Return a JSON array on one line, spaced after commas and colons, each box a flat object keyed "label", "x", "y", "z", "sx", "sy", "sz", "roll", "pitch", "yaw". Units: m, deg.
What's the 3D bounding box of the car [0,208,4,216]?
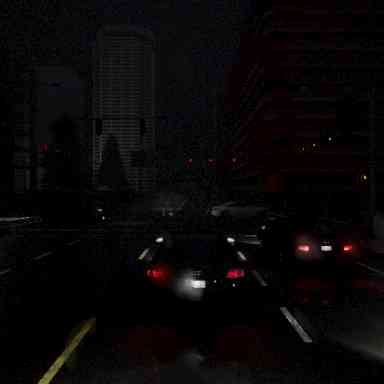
[{"label": "car", "x": -17.763, "y": 1.508, "z": 27.170, "sx": 4.181, "sy": 1.385, "sz": 1.994, "roll": 0, "pitch": 0, "yaw": -1}]

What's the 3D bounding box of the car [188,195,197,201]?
[{"label": "car", "x": 0.052, "y": 1.534, "z": 81.396, "sx": 2.033, "sy": 1.411, "sz": 5.357, "roll": 0, "pitch": 0, "yaw": 0}]

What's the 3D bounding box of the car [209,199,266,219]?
[{"label": "car", "x": 3.927, "y": 1.504, "z": 27.301, "sx": 4.674, "sy": 1.442, "sz": 1.812, "roll": 0, "pitch": 0, "yaw": -1}]

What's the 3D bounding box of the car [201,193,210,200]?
[{"label": "car", "x": 3.557, "y": 1.207, "z": 90.422, "sx": 2.150, "sy": 2.045, "sz": 5.566, "roll": 0, "pitch": 0, "yaw": 0}]

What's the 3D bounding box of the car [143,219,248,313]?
[{"label": "car", "x": 0.074, "y": 1.564, "z": 7.757, "sx": 1.994, "sy": 1.385, "sz": 4.181, "roll": 0, "pitch": 0, "yaw": 0}]

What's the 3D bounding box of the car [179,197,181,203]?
[{"label": "car", "x": -3.532, "y": 1.352, "z": 60.629, "sx": 2.097, "sy": 1.767, "sz": 4.553, "roll": 0, "pitch": 0, "yaw": 0}]

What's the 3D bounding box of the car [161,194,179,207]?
[{"label": "car", "x": -3.563, "y": 1.491, "z": 50.704, "sx": 2.128, "sy": 1.511, "sz": 4.902, "roll": 0, "pitch": 0, "yaw": 0}]

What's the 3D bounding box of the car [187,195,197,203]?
[{"label": "car", "x": 0.072, "y": 1.501, "z": 71.051, "sx": 1.837, "sy": 1.490, "sz": 4.892, "roll": 0, "pitch": 0, "yaw": 0}]

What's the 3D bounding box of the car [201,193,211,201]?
[{"label": "car", "x": 3.551, "y": 1.493, "z": 80.538, "sx": 1.837, "sy": 1.490, "sz": 4.892, "roll": 0, "pitch": 0, "yaw": 0}]

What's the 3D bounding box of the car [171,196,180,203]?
[{"label": "car", "x": -3.455, "y": 1.524, "z": 70.608, "sx": 1.812, "sy": 1.442, "sz": 4.674, "roll": 0, "pitch": 0, "yaw": 0}]

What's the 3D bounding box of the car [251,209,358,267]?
[{"label": "car", "x": 3.596, "y": 1.547, "z": 11.377, "sx": 2.033, "sy": 1.411, "sz": 5.357, "roll": 0, "pitch": 0, "yaw": 0}]

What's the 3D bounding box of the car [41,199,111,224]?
[{"label": "car", "x": -8.167, "y": 1.334, "z": 23.710, "sx": 4.553, "sy": 1.767, "sz": 2.097, "roll": 0, "pitch": 0, "yaw": 0}]
